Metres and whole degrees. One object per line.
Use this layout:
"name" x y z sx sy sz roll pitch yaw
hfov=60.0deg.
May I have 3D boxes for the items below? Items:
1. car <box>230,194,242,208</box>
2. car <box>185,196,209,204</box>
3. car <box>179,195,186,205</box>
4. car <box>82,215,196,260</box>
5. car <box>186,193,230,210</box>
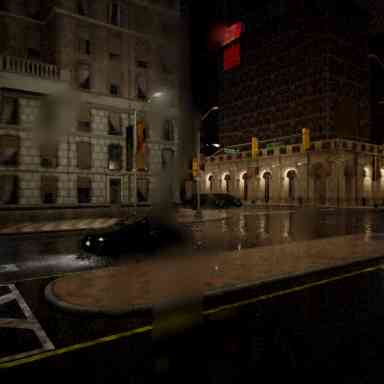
"car" 4.542 1.224 46.418 2.150 2.045 5.566 0 0 -36
"car" 0.838 1.491 64.100 2.128 1.511 4.902 0 0 -35
"car" -2.437 1.548 56.252 2.033 1.411 5.357 0 0 -34
"car" -1.894 1.564 12.450 4.181 1.385 1.994 0 0 -35
"car" 2.020 1.224 43.919 2.150 2.045 5.566 0 0 -35
